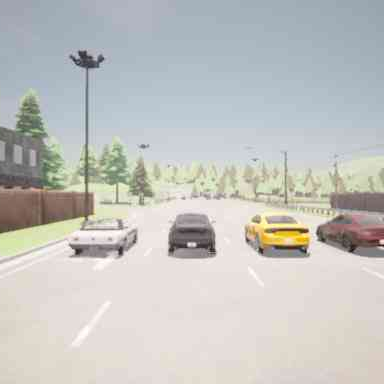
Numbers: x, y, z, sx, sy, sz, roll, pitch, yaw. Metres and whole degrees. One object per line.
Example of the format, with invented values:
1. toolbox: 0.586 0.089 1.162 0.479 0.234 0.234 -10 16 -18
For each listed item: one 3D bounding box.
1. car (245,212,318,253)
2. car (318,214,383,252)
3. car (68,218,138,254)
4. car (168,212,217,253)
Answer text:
1. car: 3.503 1.614 14.468 1.882 1.535 5.008 0 0 0
2. car: 7.003 1.661 14.382 1.812 1.442 4.674 0 0 0
3. car: -3.501 1.733 14.100 1.895 1.301 4.718 0 0 0
4. car: 0.001 1.642 14.308 1.837 1.490 4.892 0 0 0
